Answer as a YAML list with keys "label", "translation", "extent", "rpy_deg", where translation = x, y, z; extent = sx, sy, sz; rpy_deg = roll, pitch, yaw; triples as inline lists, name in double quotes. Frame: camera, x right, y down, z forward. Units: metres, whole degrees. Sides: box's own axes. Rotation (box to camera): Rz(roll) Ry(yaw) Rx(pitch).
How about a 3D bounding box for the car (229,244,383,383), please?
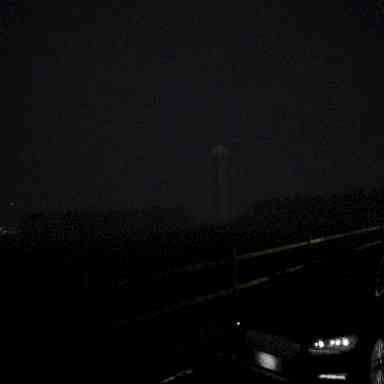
- label: "car"
  translation: [2.577, 1.706, 5.604]
  extent: [2.128, 1.511, 4.902]
  rpy_deg: [-6, -4, 44]
